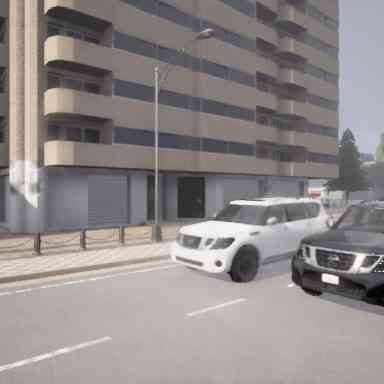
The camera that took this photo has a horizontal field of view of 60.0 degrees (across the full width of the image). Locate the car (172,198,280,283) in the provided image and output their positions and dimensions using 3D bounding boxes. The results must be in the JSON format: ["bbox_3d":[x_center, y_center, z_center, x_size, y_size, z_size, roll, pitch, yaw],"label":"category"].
[{"bbox_3d":[2.054,1.218,10.078,5.566,2.045,2.150,-1,0,-38],"label":"car"}]

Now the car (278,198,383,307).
[{"bbox_3d":[4.659,1.224,7.673,5.566,2.045,2.150,0,0,-38],"label":"car"}]
